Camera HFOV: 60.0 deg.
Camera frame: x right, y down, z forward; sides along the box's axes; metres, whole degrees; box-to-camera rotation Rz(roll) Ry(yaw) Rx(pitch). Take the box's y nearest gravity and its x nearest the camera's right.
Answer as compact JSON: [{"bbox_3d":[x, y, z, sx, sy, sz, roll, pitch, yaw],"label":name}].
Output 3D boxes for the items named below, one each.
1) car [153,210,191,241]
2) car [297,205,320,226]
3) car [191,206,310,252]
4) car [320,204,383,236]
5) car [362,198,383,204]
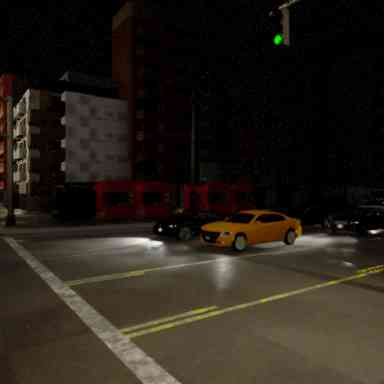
[{"bbox_3d":[0.118,1.619,16.963,4.181,1.385,1.994,1,0,-35],"label":"car"},{"bbox_3d":[7.385,1.648,22.142,4.902,1.511,2.128,1,0,-35],"label":"car"},{"bbox_3d":[2.654,1.545,14.472,5.008,1.535,1.882,1,0,-35],"label":"car"},{"bbox_3d":[10.200,1.664,19.848,4.902,1.511,2.128,1,0,-35],"label":"car"},{"bbox_3d":[16.089,1.527,28.317,5.566,2.045,2.150,1,-1,-35],"label":"car"}]
